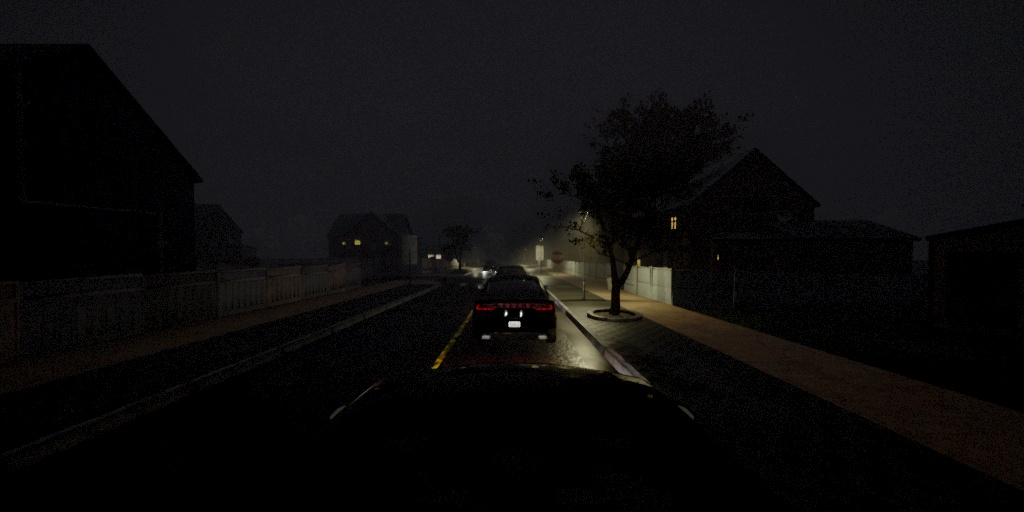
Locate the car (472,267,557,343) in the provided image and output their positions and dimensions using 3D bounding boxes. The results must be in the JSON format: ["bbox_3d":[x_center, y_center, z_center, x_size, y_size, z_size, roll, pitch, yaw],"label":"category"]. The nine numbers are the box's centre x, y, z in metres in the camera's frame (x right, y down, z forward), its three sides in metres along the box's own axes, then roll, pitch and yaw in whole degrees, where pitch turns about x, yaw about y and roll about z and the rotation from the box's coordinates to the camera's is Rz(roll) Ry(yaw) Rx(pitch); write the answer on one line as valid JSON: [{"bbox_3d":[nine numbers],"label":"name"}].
[{"bbox_3d":[0.055,1.225,9.698,1.882,1.535,5.008,0,0,0],"label":"car"}]

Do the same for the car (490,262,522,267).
[{"bbox_3d":[-0.085,1.252,19.498,1.837,1.490,4.892,0,0,-2],"label":"car"}]

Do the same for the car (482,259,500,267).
[{"bbox_3d":[-2.957,1.285,49.144,1.837,1.490,4.892,0,0,0],"label":"car"}]
